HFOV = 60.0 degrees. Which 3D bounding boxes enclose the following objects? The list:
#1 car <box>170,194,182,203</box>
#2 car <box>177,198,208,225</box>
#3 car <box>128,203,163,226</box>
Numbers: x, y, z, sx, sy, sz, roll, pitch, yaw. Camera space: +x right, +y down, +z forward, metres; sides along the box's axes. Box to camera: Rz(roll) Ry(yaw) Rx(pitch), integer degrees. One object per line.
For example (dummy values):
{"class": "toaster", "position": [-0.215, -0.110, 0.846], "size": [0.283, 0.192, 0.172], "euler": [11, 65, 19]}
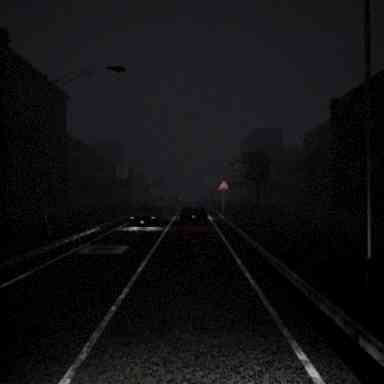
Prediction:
{"class": "car", "position": [-3.012, 1.232, 64.031], "size": [2.097, 1.767, 4.553], "euler": [0, -1, 1]}
{"class": "car", "position": [0.104, 1.416, 23.798], "size": [1.882, 1.535, 5.008], "euler": [0, 0, 0]}
{"class": "car", "position": [-3.092, 1.488, 23.310], "size": [2.033, 1.411, 5.357], "euler": [0, 0, 0]}
